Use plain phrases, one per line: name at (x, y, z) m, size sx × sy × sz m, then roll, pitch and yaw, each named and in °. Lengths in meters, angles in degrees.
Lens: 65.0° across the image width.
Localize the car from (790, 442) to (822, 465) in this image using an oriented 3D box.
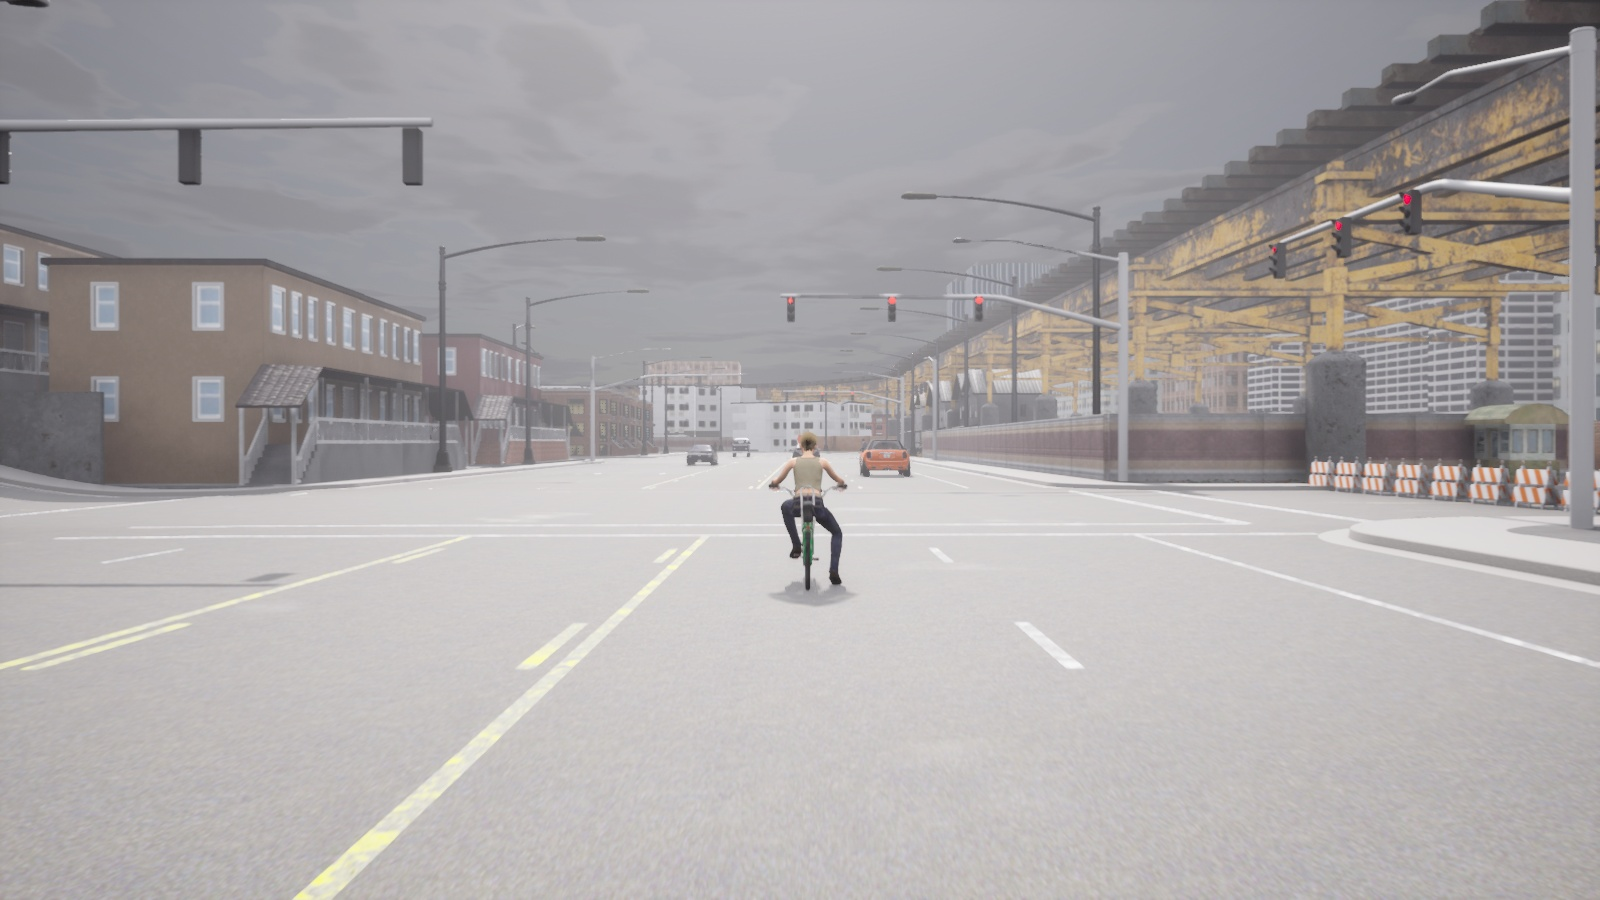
car at (0.433, 0.219, 86.056) m, size 2.128 × 1.511 × 4.902 m, roll 0°, pitch 0°, yaw 0°

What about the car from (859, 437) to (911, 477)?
car at (3.834, 0.285, 57.334) m, size 2.097 × 1.767 × 4.553 m, roll 0°, pitch 0°, yaw 0°

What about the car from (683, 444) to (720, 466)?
car at (-6.519, 0.316, 83.987) m, size 2.033 × 1.411 × 5.357 m, roll 0°, pitch 0°, yaw 0°

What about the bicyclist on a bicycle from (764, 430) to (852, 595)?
bicyclist on a bicycle at (0.083, 0.608, 13.171) m, size 0.866 × 1.612 × 1.509 m, roll 0°, pitch 2°, yaw 0°
